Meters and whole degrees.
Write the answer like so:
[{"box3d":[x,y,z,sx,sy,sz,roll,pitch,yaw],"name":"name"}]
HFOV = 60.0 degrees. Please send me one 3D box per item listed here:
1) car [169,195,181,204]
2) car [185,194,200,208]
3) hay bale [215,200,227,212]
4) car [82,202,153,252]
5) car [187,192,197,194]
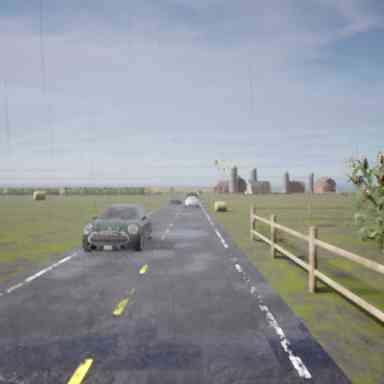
[{"box3d":[-2.811,1.272,56.119,1.837,1.490,4.892,0,1,0],"name":"car"},{"box3d":[0.005,1.338,45.283,1.812,1.442,4.674,0,0,0],"name":"car"},{"box3d":[3.123,1.506,35.658,1.220,1.180,1.240,1,1,0],"name":"hay bale"},{"box3d":[-2.852,1.294,13.553,2.097,1.767,4.553,0,0,0],"name":"car"},{"box3d":[-0.012,0.987,56.970,2.150,2.045,5.566,0,0,0],"name":"car"}]
